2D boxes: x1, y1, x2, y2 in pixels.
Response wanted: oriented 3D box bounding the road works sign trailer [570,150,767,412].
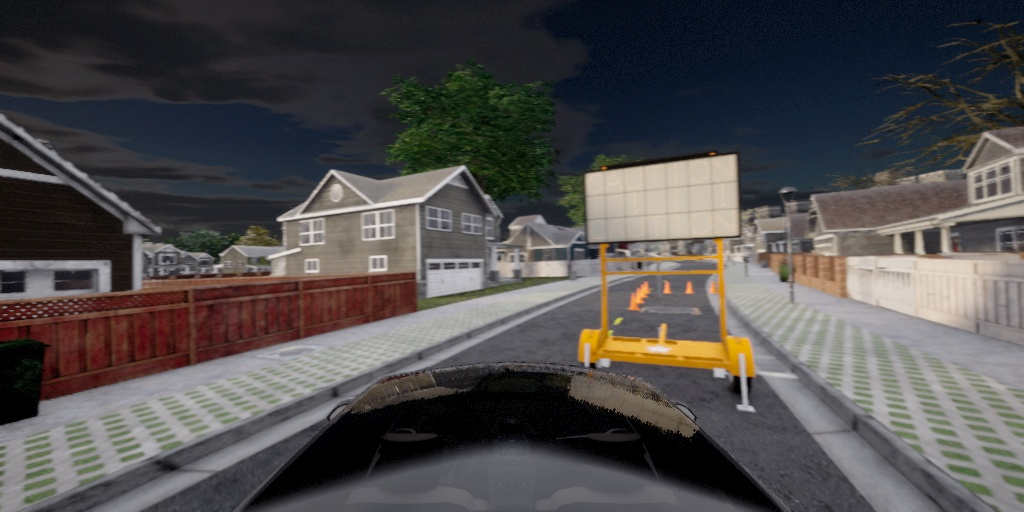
[{"bbox_3d":[2.582,0.159,6.146,2.380,3.560,2.880,0,0,25],"label":"road works sign trailer"}]
